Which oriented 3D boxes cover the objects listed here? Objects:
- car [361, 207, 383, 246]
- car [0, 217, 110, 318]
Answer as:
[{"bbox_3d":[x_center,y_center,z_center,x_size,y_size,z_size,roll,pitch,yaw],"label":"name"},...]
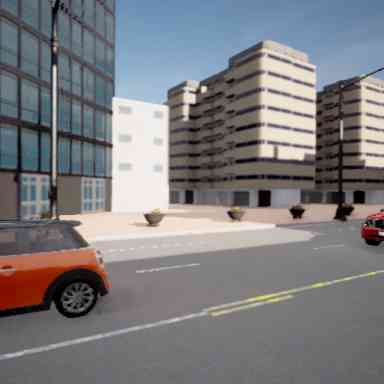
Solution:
[{"bbox_3d":[9.537,1.223,13.964,5.566,2.045,2.150,0,0,-32],"label":"car"},{"bbox_3d":[-3.896,1.306,5.928,4.553,1.767,2.097,0,0,-29],"label":"car"}]
